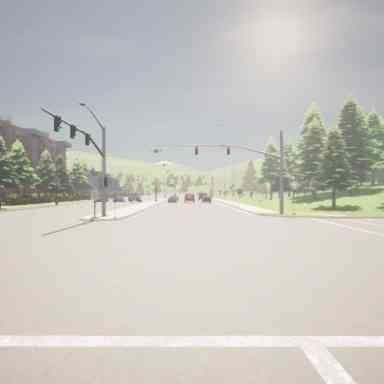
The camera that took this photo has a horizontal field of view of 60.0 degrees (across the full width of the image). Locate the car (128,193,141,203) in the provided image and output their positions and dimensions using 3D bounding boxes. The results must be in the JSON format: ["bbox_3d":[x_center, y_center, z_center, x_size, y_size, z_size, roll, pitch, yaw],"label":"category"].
[{"bbox_3d":[-12.045,1.225,70.040,2.150,2.045,5.566,0,0,-1],"label":"car"}]

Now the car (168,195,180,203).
[{"bbox_3d":[-4.012,1.547,68.004,2.033,1.411,5.357,0,0,-1],"label":"car"}]

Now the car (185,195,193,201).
[{"bbox_3d":[-0.751,1.464,83.571,1.837,1.490,4.892,0,0,-1],"label":"car"}]

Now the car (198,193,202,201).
[{"bbox_3d":[2.748,1.194,83.666,2.150,2.045,5.566,0,0,-1],"label":"car"}]

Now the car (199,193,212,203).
[{"bbox_3d":[2.984,1.508,68.429,1.837,1.490,4.892,0,0,-1],"label":"car"}]

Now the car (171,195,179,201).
[{"bbox_3d":[-4.251,1.488,83.517,1.812,1.442,4.674,0,0,-1],"label":"car"}]

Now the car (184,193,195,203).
[{"bbox_3d":[-0.514,1.217,68.089,2.150,2.045,5.566,0,0,-1],"label":"car"}]

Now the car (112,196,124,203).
[{"bbox_3d":[-15.545,1.478,70.016,1.882,1.535,5.008,0,0,-1],"label":"car"}]

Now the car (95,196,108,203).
[{"bbox_3d":[-19.045,1.540,69.962,2.033,1.411,5.357,0,0,-1],"label":"car"}]
